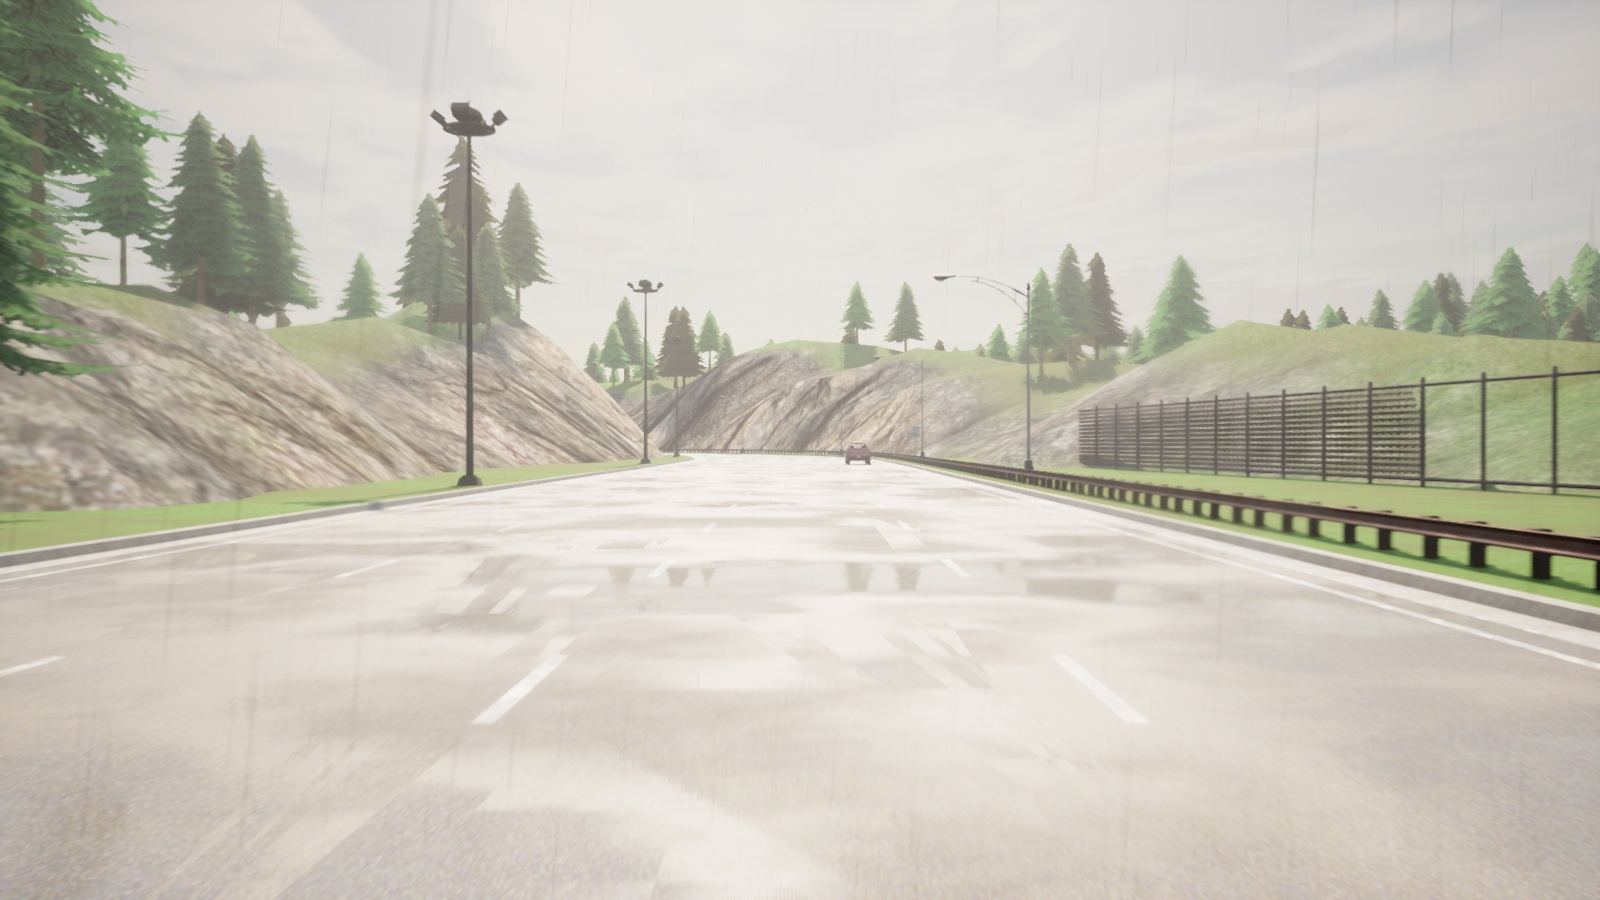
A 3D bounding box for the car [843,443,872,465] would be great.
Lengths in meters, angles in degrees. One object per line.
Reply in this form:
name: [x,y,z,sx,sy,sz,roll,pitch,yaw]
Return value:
car: [4.006,0.276,87.494,1.845,1.501,3.633,0,0,0]
